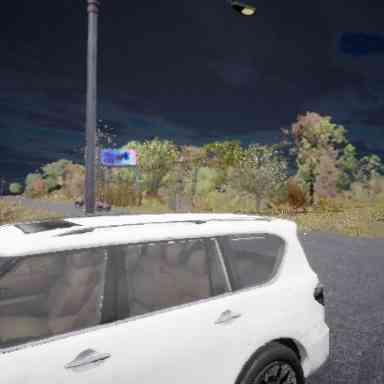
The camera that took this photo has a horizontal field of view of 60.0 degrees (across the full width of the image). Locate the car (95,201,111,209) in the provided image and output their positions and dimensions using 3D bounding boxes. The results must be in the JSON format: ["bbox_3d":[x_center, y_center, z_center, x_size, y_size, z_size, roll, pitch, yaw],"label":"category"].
[{"bbox_3d":[-13.678,2.062,49.828,1.994,1.385,4.181,1,-1,-31],"label":"car"}]

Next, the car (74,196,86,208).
[{"bbox_3d":[-19.001,1.782,58.313,2.150,2.045,5.566,1,-1,-32],"label":"car"}]

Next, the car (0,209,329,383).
[{"bbox_3d":[-1.128,1.258,2.986,5.566,2.045,2.150,1,-1,-34],"label":"car"}]
